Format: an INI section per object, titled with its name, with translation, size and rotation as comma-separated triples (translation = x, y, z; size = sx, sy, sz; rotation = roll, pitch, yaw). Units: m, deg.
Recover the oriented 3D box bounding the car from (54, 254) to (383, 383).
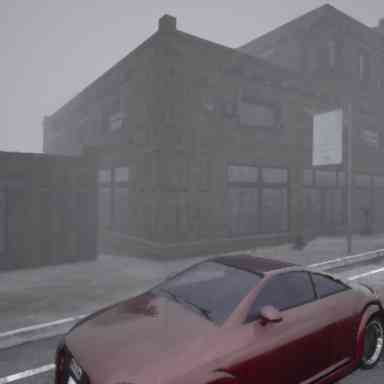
[car]
translation = 0.574, 1.547, 4.095
size = 4.181, 1.385, 1.994
rotation = 0, 0, -35
